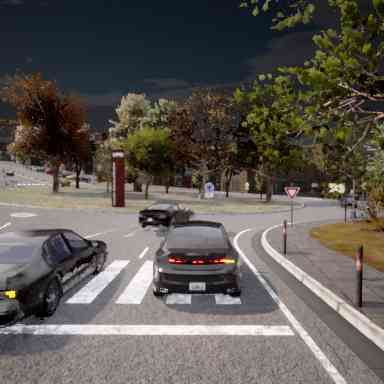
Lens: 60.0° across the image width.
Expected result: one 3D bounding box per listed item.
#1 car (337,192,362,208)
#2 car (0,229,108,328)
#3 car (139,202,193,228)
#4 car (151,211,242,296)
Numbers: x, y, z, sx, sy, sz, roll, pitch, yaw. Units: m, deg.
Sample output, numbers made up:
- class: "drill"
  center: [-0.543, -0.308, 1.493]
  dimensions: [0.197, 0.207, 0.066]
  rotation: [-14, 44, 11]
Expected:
- class: "car"
  center: [19.693, 1.191, 42.331]
  dimensions: [2.033, 1.411, 5.357]
  rotation: [1, 2, 18]
- class: "car"
  center: [-3.377, 1.524, 7.288]
  dimensions: [2.033, 1.411, 5.357]
  rotation: [0, 0, 1]
- class: "car"
  center: [-1.419, 1.349, 20.476]
  dimensions: [1.882, 1.535, 5.008]
  rotation: [1, 1, 20]
- class: "car"
  center: [0.117, 1.475, 8.528]
  dimensions: [1.837, 1.490, 4.892]
  rotation: [0, 0, 0]
